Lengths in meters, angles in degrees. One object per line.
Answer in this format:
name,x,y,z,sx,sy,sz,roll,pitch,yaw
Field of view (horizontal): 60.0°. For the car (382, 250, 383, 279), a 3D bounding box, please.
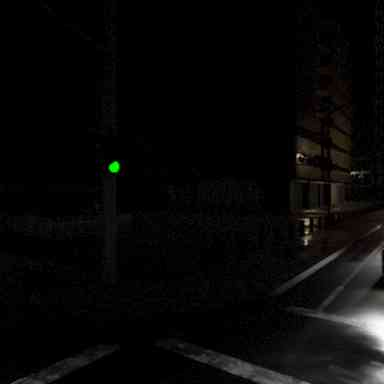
car,6.508,1.601,9.184,1.895,1.301,4.718,0,0,36
